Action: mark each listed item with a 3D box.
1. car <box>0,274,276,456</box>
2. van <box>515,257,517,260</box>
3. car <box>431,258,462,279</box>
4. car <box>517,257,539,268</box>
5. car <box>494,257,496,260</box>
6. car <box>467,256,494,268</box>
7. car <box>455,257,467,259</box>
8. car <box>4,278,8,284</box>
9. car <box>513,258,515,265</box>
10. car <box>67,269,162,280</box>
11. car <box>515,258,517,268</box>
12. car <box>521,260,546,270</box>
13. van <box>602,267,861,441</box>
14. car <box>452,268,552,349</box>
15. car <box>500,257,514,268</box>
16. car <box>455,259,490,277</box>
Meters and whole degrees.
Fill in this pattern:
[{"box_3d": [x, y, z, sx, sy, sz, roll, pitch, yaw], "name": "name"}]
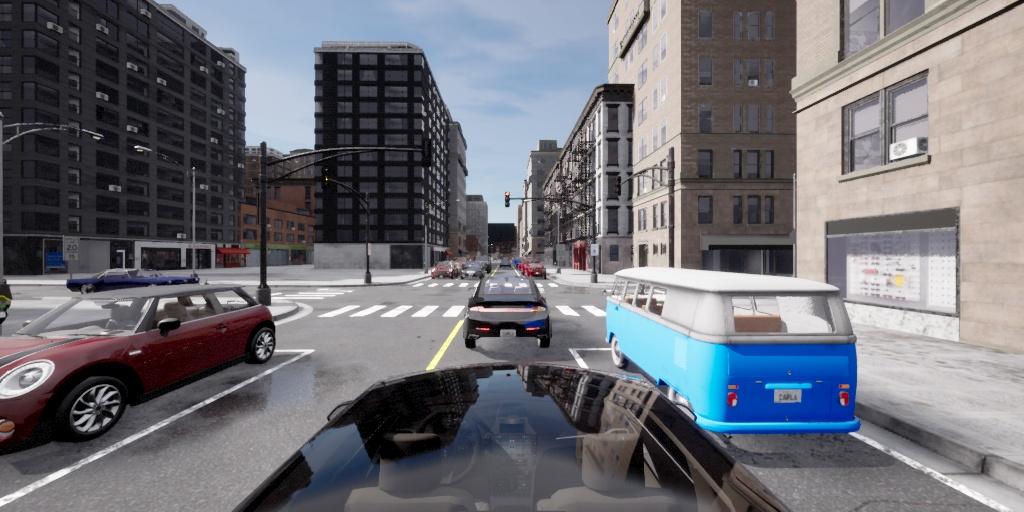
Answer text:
[{"box_3d": [-5.439, 1.190, 5.102, 1.967, 1.591, 4.097, 0, 0, -1], "name": "car"}, {"box_3d": [1.668, 1.086, 53.764, 1.690, 1.789, 3.998, 0, 0, -1], "name": "van"}, {"box_3d": [-5.947, 1.188, 31.977, 1.967, 1.591, 4.097, 0, 0, -1], "name": "car"}, {"box_3d": [1.975, 1.063, 37.537, 2.192, 1.841, 5.009, 0, 0, -1], "name": "car"}, {"box_3d": [-3.782, 1.293, 52.190, 2.033, 1.411, 5.357, 0, 0, -1], "name": "car"}, {"box_3d": [-3.586, 0.970, 41.788, 2.150, 2.045, 5.566, 0, 0, 0], "name": "car"}, {"box_3d": [-6.151, 1.063, 42.794, 2.192, 1.841, 5.009, 0, 0, -1], "name": "car"}, {"box_3d": [-27.472, 1.154, 16.915, 5.357, 1.411, 2.033, 0, 0, -1], "name": "car"}, {"box_3d": [1.566, 1.309, 59.172, 1.948, 1.339, 4.313, 0, 0, -1], "name": "car"}, {"box_3d": [-17.814, 1.262, 17.102, 4.718, 1.301, 1.895, 0, 0, -1], "name": "car"}, {"box_3d": [1.770, 1.292, 48.355, 1.888, 1.381, 4.507, 0, 0, -1], "name": "car"}, {"box_3d": [2.077, 1.294, 32.129, 1.888, 1.381, 4.507, 0, 0, -1], "name": "car"}, {"box_3d": [2.584, 1.091, 5.253, 1.690, 1.789, 3.998, 0, 0, -1], "name": "van"}, {"box_3d": [-0.126, 1.241, 9.188, 2.128, 1.511, 4.902, 0, 0, -1], "name": "car"}, {"box_3d": [-1.131, 1.306, 62.289, 1.994, 1.385, 4.181, 0, 0, -1], "name": "car"}, {"box_3d": [-3.395, 1.240, 31.626, 2.128, 1.511, 4.902, 0, 0, -1], "name": "car"}]
